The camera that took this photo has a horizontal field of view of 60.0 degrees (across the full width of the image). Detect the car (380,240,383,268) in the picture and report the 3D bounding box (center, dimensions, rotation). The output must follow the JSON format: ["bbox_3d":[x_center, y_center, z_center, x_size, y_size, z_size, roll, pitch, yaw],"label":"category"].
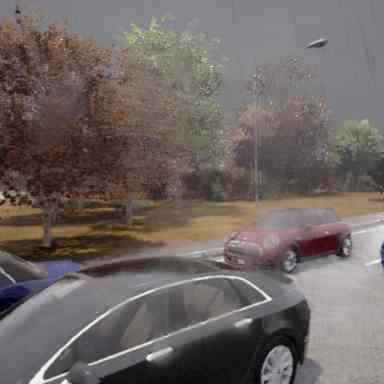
[{"bbox_3d":[7.188,1.340,9.362,5.008,1.535,1.882,-2,0,-36],"label":"car"}]

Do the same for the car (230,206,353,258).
[{"bbox_3d":[3.170,1.330,10.732,4.553,1.767,2.097,-2,0,-37],"label":"car"}]

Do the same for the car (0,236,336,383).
[{"bbox_3d":[-0.738,1.550,3.446,4.892,1.490,1.837,-1,-1,-37],"label":"car"}]

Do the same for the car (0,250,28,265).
[{"bbox_3d":[-4.044,1.717,5.363,4.718,1.301,1.895,-1,-1,-36],"label":"car"}]
